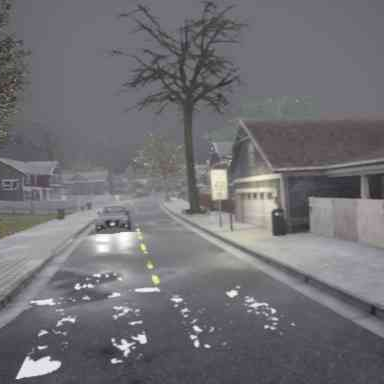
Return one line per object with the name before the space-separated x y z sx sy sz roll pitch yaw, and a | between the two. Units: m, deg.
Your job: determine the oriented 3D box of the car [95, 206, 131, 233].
car | -4.731 1.577 20.210 1.994 1.385 4.181 -3 1 -11
